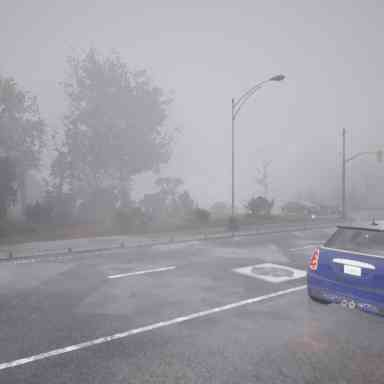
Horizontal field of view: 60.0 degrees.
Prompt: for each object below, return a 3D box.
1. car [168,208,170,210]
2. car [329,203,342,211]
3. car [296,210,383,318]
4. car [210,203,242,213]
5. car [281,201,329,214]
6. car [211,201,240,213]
[{"bbox_3d":[-3.618,3.283,66.901,2.128,1.511,4.902,0,-3,-32],"label":"car"},{"bbox_3d":[14.619,1.722,37.644,2.128,1.511,4.902,0,-2,-33],"label":"car"},{"bbox_3d":[4.481,1.361,6.900,4.553,1.767,2.097,0,0,-35],"label":"car"},{"bbox_3d":[5.285,2.515,52.542,2.033,1.411,5.357,0,-3,-32],"label":"car"},{"bbox_3d":[11.724,1.724,35.741,1.837,1.490,4.892,0,-1,-29],"label":"car"},{"bbox_3d":[4.633,2.090,47.002,2.097,1.767,4.553,0,-3,-31],"label":"car"}]
